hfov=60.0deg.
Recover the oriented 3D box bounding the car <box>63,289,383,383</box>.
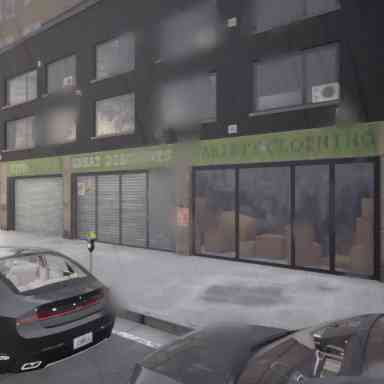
[{"bbox_3d":[1.417,1.551,2.077,4.403,1.369,2.008,0,0,35],"label":"car"}]

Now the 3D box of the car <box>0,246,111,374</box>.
[{"bbox_3d":[-3.090,1.551,5.272,4.403,1.369,2.008,0,0,35],"label":"car"}]
